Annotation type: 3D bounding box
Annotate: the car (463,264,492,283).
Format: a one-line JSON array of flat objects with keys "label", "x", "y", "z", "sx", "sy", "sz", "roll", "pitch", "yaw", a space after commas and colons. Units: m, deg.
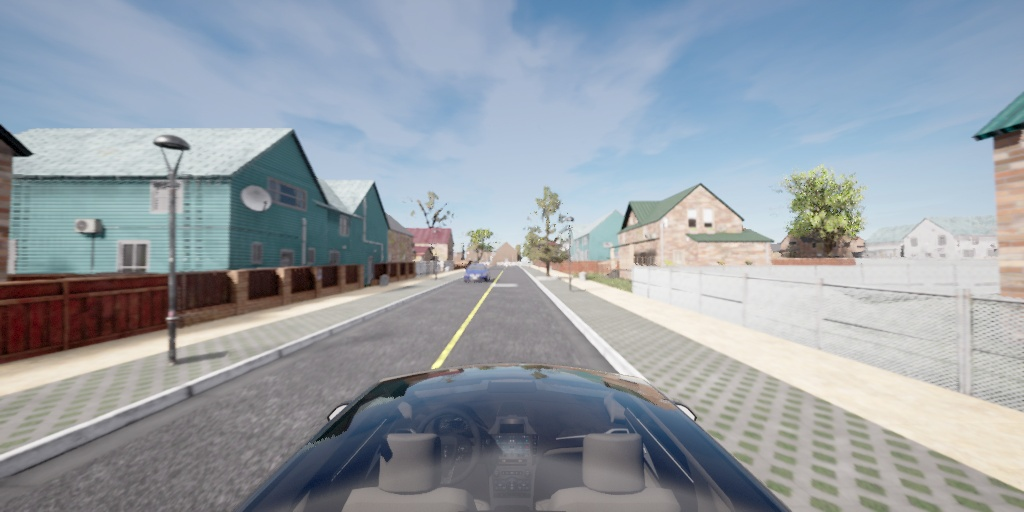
[{"label": "car", "x": -2.746, "y": 1.362, "z": 28.902, "sx": 1.812, "sy": 1.442, "sz": 4.674, "roll": 0, "pitch": 0, "yaw": 0}]
